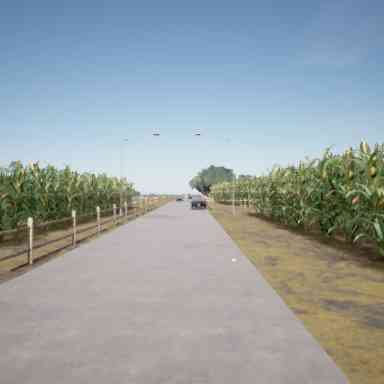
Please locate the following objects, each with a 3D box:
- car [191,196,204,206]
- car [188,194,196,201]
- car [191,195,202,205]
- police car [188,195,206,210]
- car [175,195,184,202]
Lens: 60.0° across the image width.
[{"bbox_3d":[0.824,1.436,52.834,1.837,1.490,4.892,0,0,0],"label":"car"},{"bbox_3d":[0.000,1.328,78.246,1.882,1.535,5.008,0,0,0],"label":"car"},{"bbox_3d":[0.825,1.402,58.834,1.882,1.535,5.008,0,0,0],"label":"car"},{"bbox_3d":[0.825,1.362,42.940,1.930,1.638,5.238,0,0,0],"label":"police car"},{"bbox_3d":[-2.750,1.433,75.945,2.033,1.411,5.357,0,0,0],"label":"car"}]
